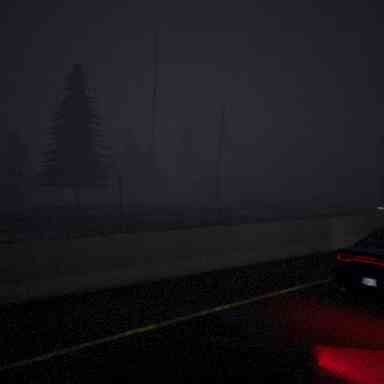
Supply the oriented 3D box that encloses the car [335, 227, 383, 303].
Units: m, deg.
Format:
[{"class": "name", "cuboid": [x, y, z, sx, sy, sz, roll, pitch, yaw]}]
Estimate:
[{"class": "car", "cuboid": [5.249, 1.427, 7.332, 5.008, 1.535, 1.882, -1, 0, -33]}]
